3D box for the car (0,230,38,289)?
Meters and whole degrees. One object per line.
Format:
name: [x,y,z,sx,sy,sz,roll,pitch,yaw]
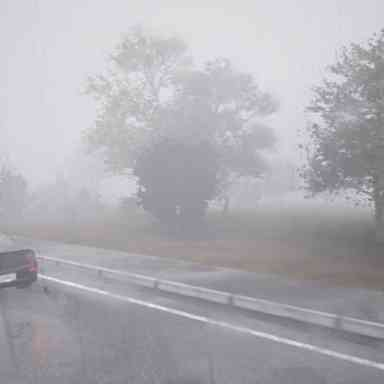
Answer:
car: [-5.499,1.526,7.906,4.674,1.442,1.812,0,0,35]
